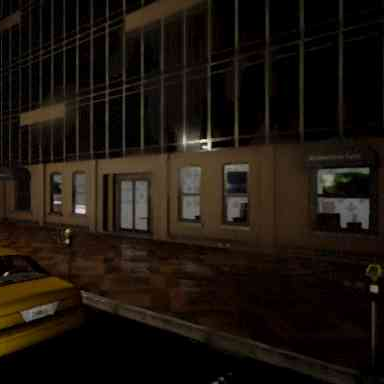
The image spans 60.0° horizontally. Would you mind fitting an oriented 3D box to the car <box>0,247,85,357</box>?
[{"bbox_3d":[-3.819,1.484,5.600,4.829,1.417,1.752,0,0,35],"label":"car"}]
